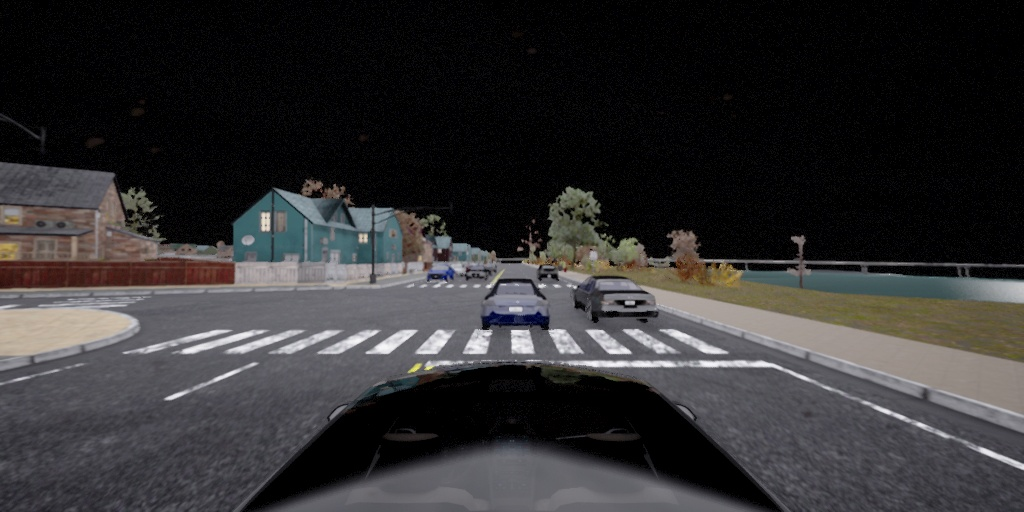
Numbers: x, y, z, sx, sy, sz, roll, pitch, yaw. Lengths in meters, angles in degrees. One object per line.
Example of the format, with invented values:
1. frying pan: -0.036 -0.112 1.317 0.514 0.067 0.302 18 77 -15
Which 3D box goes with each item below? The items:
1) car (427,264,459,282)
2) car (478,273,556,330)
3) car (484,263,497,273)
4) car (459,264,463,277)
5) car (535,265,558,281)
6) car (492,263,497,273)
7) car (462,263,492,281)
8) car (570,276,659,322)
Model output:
1. car: -6.585 1.547 33.610 1.882 1.535 5.008 0 -1 1
2. car: 0.099 1.410 11.586 1.994 1.385 4.181 0 0 0
3. car: -3.244 1.802 54.871 1.837 1.490 4.892 0 -1 0
4. car: -6.571 1.692 42.795 1.812 1.442 4.674 0 -1 0
5. car: 3.353 1.585 34.726 1.837 1.490 4.892 0 -1 0
6. car: -3.315 1.788 44.689 1.895 1.301 4.718 0 -1 0
7. car: -3.325 1.647 34.872 1.994 1.385 4.181 0 -1 0
8. car: 3.351 1.404 12.692 2.033 1.411 5.357 0 -1 0
